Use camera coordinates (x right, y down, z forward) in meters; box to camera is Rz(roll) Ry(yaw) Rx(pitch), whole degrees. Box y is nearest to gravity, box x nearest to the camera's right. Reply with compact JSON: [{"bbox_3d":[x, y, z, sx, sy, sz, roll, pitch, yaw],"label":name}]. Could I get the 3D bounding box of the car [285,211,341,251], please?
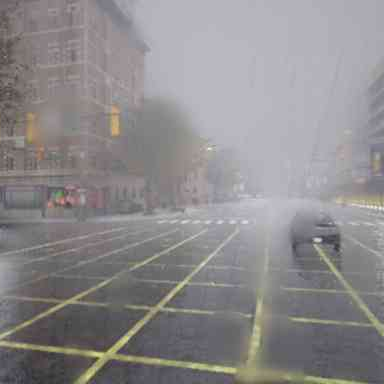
[{"bbox_3d":[5.260,1.600,14.745,2.128,1.511,4.902,-1,-1,14],"label":"car"}]
